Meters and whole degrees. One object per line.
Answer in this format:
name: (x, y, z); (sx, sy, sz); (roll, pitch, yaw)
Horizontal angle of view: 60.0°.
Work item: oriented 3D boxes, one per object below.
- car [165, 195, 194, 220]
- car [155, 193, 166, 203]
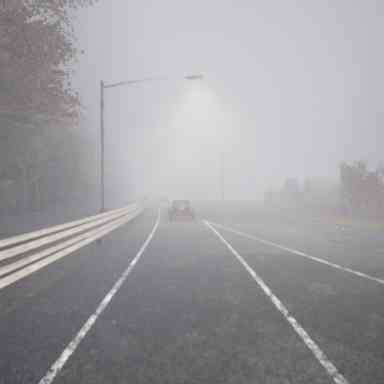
car: (-0.994, 1.335, 28.644); (2.097, 1.767, 4.553); (0, 0, -5)
car: (-5.500, 1.365, 64.183); (1.837, 1.490, 4.892); (0, 0, -10)
